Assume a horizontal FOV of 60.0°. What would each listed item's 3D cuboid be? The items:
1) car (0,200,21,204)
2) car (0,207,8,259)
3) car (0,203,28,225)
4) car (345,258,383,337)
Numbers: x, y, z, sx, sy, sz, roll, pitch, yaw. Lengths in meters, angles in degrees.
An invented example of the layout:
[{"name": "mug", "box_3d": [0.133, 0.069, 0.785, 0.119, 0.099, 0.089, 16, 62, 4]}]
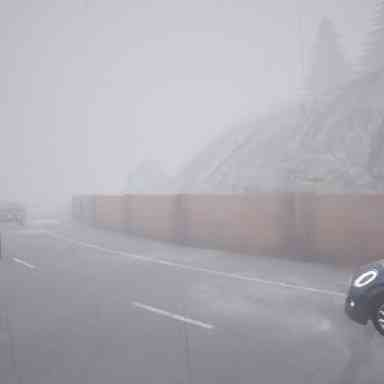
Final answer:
[{"name": "car", "box_3d": [-22.796, 1.959, 42.713, 2.097, 1.767, 4.553, 1, -1, -10]}, {"name": "car", "box_3d": [-8.631, 1.522, 12.385, 2.097, 1.767, 4.553, 1, -2, -40]}, {"name": "car", "box_3d": [-14.804, 1.939, 27.485, 2.033, 1.411, 5.357, 1, -1, -23]}, {"name": "car", "box_3d": [4.899, 1.461, 5.144, 4.553, 1.767, 2.097, 0, -1, 35]}]
